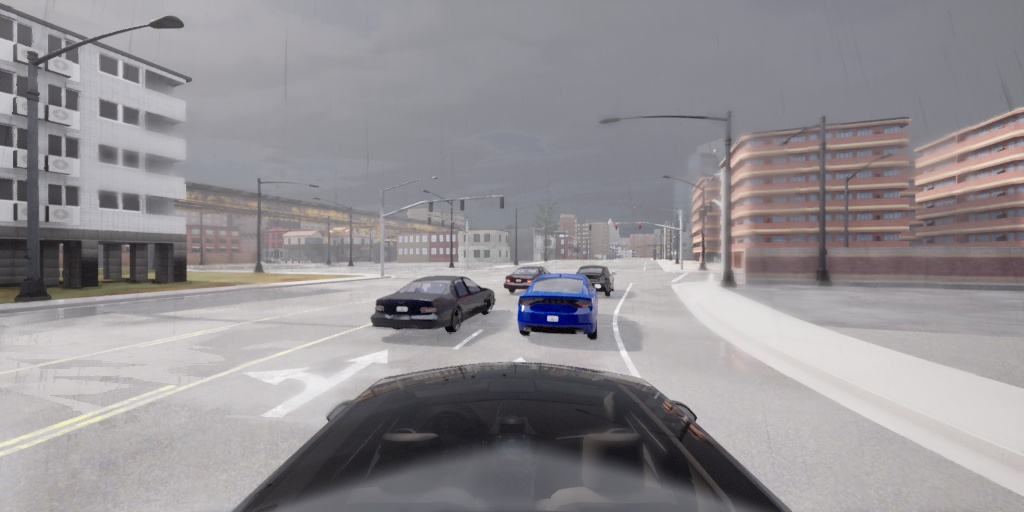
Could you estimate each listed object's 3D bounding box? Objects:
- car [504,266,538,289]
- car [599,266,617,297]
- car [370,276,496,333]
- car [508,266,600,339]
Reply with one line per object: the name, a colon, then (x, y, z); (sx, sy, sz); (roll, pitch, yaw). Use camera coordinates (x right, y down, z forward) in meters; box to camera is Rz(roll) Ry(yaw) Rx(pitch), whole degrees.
car: (1.189, 1.297, 20.539); (2.033, 1.411, 5.357); (0, 0, 20)
car: (4.416, 1.255, 19.210); (1.837, 1.490, 4.892); (0, 0, 19)
car: (-2.010, 1.297, 10.848); (2.033, 1.411, 5.357); (0, 0, 13)
car: (1.485, 1.228, 10.288); (1.882, 1.535, 5.008); (0, 0, 14)
